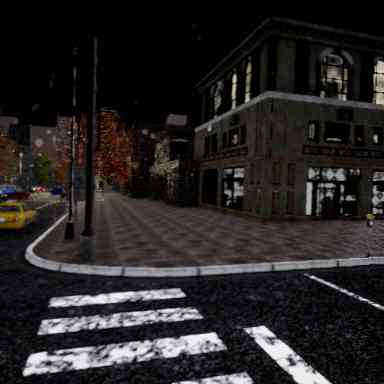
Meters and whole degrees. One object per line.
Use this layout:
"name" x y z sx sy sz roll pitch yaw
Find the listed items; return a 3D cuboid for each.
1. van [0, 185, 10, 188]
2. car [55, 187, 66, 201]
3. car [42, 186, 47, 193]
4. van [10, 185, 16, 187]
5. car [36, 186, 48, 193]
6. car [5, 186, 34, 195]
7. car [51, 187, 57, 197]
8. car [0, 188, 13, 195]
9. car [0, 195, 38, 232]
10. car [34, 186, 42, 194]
"van" -23.942 0.011 40.439 1.690 1.788 3.998 1 1 -15
"car" -15.863 0.416 42.650 2.008 1.369 4.403 1 1 -15
"car" -31.232 -0.466 67.192 1.887 1.381 4.507 1 1 -15
"van" -25.399 -0.125 45.789 1.690 1.788 3.998 1 1 -15
"car" -32.691 -0.565 72.542 1.802 1.307 4.206 1 1 -15
"car" -21.400 0.333 41.094 1.895 1.301 4.718 1 1 -15
"car" -21.725 -0.029 54.208 1.882 1.535 5.008 1 1 -15
"car" -18.771 0.544 31.334 1.994 1.385 4.181 1 1 -15
"car" -8.622 1.066 16.065 1.752 1.417 4.829 1 1 -15
"car" -29.776 -0.308 61.842 1.947 1.339 4.313 1 1 -15
